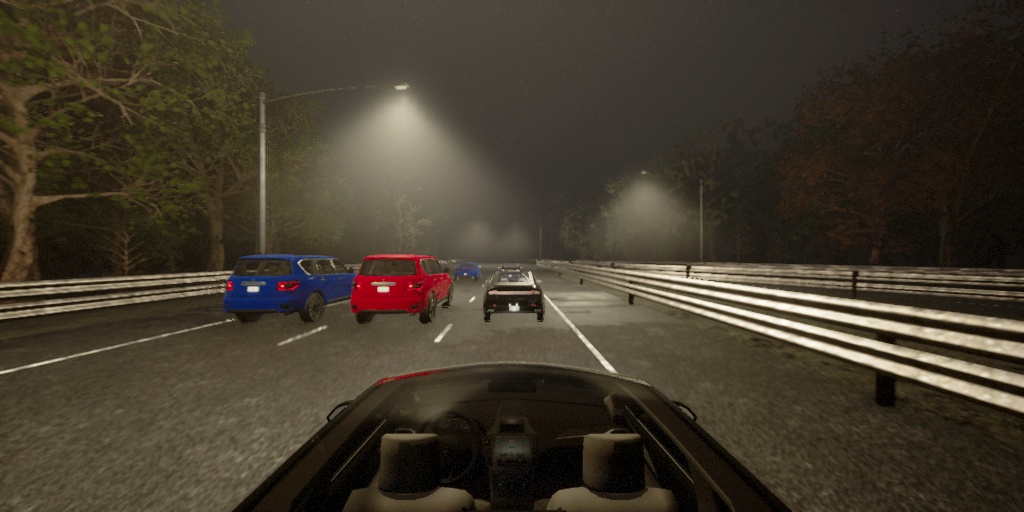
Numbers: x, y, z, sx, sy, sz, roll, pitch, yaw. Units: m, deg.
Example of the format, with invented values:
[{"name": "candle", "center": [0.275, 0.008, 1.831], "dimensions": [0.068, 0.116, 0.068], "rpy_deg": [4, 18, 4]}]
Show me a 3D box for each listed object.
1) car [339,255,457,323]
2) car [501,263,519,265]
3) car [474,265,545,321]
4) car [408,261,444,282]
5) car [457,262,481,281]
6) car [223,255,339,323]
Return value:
[{"name": "car", "center": [-3.449, 0.982, 12.241], "dimensions": [2.150, 2.045, 5.566], "rpy_deg": [0, 0, 0]}, {"name": "car", "center": [-0.164, 1.271, 28.797], "dimensions": [2.128, 1.511, 4.902], "rpy_deg": [0, 0, -1]}, {"name": "car", "center": [0.047, 1.250, 12.421], "dimensions": [2.128, 1.511, 4.902], "rpy_deg": [0, 0, 0]}, {"name": "car", "center": [-7.198, 1.263, 30.547], "dimensions": [1.882, 1.535, 5.008], "rpy_deg": [0, 0, -1]}, {"name": "car", "center": [-3.696, 1.261, 30.491], "dimensions": [1.882, 1.535, 5.008], "rpy_deg": [0, 0, -1]}, {"name": "car", "center": [-6.950, 0.983, 12.282], "dimensions": [2.150, 2.045, 5.566], "rpy_deg": [0, 0, 0]}]
